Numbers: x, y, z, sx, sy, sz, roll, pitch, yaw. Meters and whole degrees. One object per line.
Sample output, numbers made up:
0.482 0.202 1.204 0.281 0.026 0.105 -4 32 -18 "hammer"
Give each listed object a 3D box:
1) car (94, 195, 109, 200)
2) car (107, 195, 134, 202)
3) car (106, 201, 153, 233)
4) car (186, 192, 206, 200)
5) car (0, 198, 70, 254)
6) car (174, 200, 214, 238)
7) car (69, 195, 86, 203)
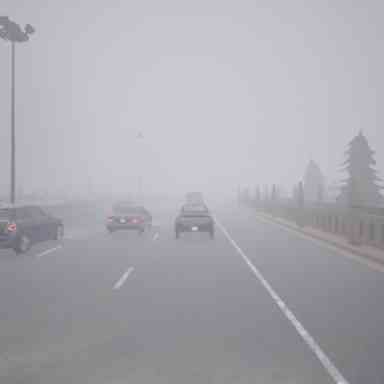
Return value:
-15.027 1.246 56.795 1.994 1.385 4.181 0 0 12 "car"
-6.825 1.349 34.410 2.033 1.411 5.357 0 0 1 "car"
-3.374 1.439 18.729 2.033 1.411 5.357 0 0 0 "car"
0.437 0.976 40.817 2.150 2.045 5.566 0 0 4 "car"
-6.882 1.275 13.297 2.097 1.767 4.553 0 0 0 "car"
0.124 1.393 17.159 2.128 1.511 4.902 0 0 0 "car"
-19.061 1.226 54.614 1.812 1.442 4.674 0 0 11 "car"
